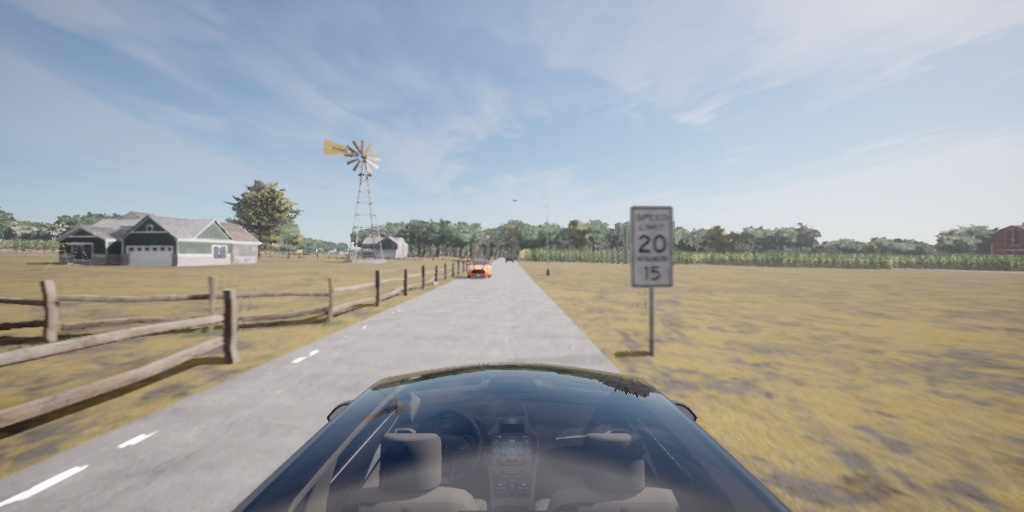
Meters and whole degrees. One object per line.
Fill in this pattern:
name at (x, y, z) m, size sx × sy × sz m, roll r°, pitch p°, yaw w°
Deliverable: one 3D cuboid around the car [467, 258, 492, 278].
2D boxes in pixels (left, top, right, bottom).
car at (-2.950, 1.081, 33.453) m, size 2.097 × 1.767 × 4.553 m, roll 0°, pitch 0°, yaw 0°
